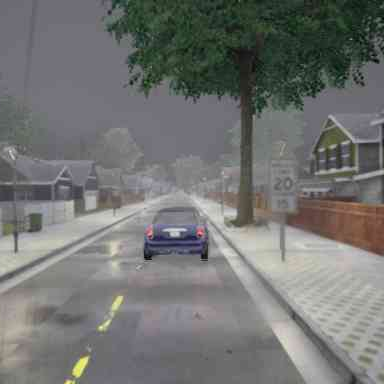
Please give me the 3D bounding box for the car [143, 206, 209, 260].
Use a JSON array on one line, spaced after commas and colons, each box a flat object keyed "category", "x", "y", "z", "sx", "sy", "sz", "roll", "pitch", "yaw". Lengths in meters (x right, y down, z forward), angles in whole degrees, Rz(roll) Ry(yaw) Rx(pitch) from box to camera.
[{"category": "car", "x": -0.469, "y": 1.292, "z": 12.318, "sx": 2.097, "sy": 1.767, "sz": 4.553, "roll": -1, "pitch": 0, "yaw": 1}]
